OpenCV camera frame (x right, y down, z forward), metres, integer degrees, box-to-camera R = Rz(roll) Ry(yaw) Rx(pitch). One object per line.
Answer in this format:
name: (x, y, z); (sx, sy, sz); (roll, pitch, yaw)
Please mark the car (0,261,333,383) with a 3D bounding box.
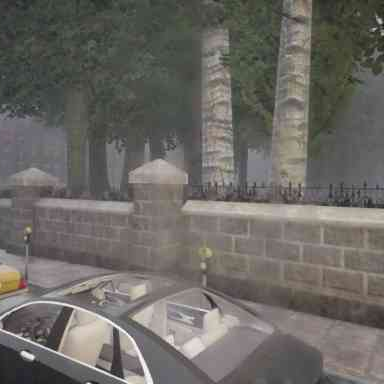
car: (-0.906, 1.550, 3.442); (4.403, 1.369, 2.008); (0, 1, 36)
